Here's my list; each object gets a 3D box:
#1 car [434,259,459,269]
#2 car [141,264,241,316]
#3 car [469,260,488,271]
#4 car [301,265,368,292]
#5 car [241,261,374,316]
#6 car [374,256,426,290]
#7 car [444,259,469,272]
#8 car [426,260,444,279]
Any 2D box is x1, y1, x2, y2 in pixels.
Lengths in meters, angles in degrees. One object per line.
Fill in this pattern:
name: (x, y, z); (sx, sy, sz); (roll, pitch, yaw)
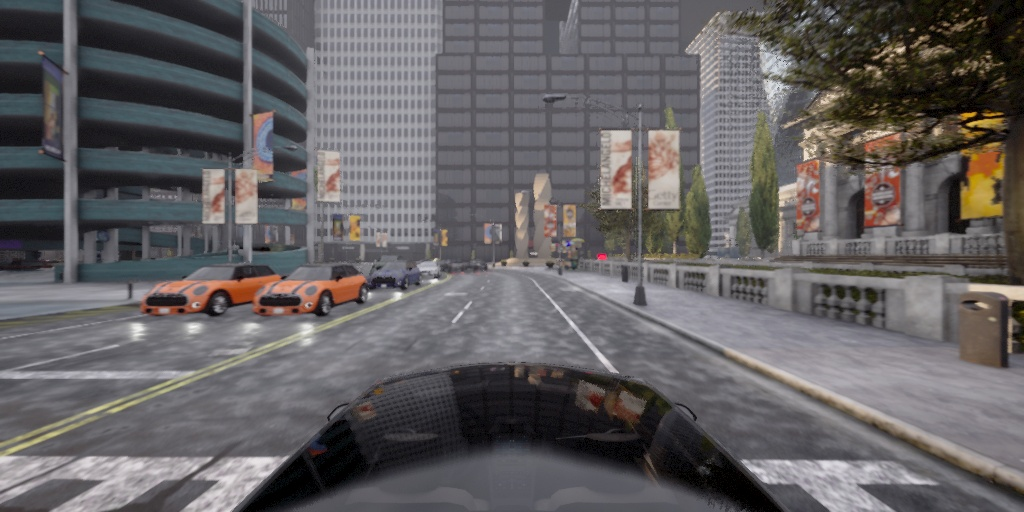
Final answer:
car: (-10.153, 1.199, 55.449); (1.994, 1.385, 4.181); (0, 0, -40)
car: (-10.594, 1.078, 13.176); (2.097, 1.767, 4.553); (0, 0, 0)
car: (-4.685, 1.179, 46.934); (1.812, 1.442, 4.674); (0, 0, -29)
car: (-10.575, 1.271, 21.781); (1.994, 1.385, 4.181); (0, 0, 0)
car: (-7.095, 1.078, 13.150); (2.097, 1.767, 4.553); (0, 0, 0)
car: (-7.075, 1.058, 22.075); (2.097, 1.767, 4.553); (0, 0, 0)
car: (-7.373, 1.150, 44.491); (2.128, 1.511, 4.902); (0, 0, -25)
car: (-7.339, 1.211, 31.838); (1.812, 1.442, 4.674); (0, 0, -7)
